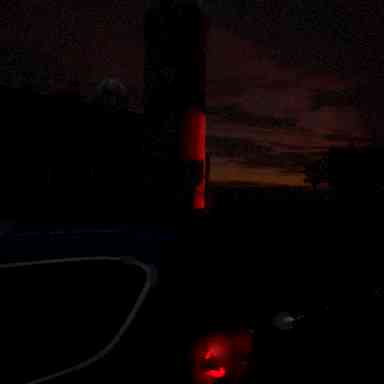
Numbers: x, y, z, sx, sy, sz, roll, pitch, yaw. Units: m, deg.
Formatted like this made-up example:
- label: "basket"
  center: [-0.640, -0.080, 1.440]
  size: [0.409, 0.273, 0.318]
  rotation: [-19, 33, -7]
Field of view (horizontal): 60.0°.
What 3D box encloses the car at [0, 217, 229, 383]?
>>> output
- label: "car"
  center: [-2.327, 1.220, 1.402]
  size: [5.566, 2.045, 2.150]
  rotation: [0, 0, -35]
